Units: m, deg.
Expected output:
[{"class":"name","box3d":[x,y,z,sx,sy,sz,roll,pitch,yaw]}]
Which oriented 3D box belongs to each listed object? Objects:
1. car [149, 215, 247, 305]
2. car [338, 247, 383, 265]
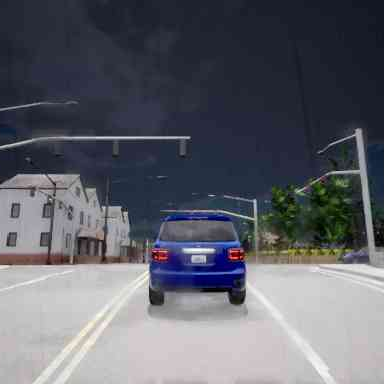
[{"class":"car","box3d":[0.080,1.761,9.310,2.150,2.045,5.566,0,-7,-1]},{"class":"car","box3d":[15.430,5.660,29.611,4.553,1.767,2.097,0,-12,1]}]
